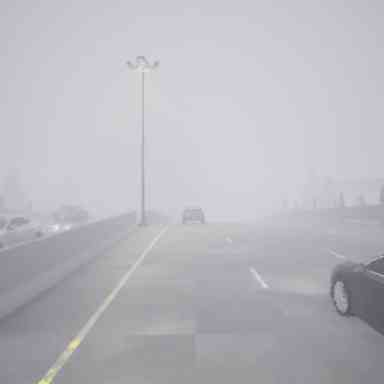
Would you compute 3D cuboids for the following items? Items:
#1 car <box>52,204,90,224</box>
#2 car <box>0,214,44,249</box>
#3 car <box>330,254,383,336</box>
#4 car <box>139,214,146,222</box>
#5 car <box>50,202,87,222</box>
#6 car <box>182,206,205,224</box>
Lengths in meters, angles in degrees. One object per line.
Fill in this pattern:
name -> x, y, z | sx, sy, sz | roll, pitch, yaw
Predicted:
car -> -10.570, 1.994, 29.566 | 2.128, 1.511, 4.902 | 0, -3, 0
car -> -7.089, 1.551, 12.134 | 1.812, 1.442, 4.674 | 0, 0, 0
car -> 3.604, 1.516, 4.571 | 1.837, 1.490, 4.892 | 0, 0, 0
car -> -7.003, 4.255, 54.752 | 2.097, 1.767, 4.553 | 0, -6, 1
car -> -14.055, 2.396, 38.361 | 2.150, 2.045, 5.566 | 0, -6, 0
car -> 0.123, 1.970, 29.197 | 2.128, 1.511, 4.902 | 0, -3, 0
